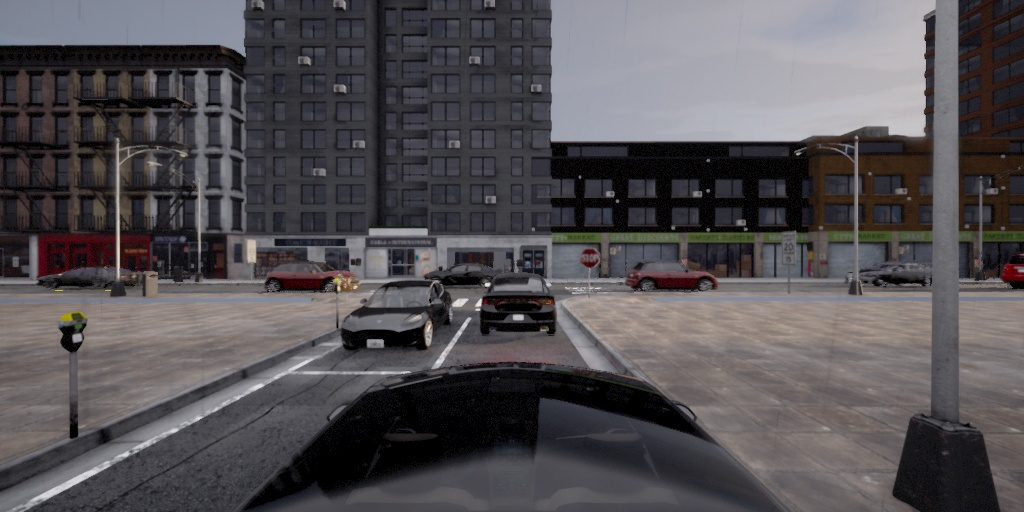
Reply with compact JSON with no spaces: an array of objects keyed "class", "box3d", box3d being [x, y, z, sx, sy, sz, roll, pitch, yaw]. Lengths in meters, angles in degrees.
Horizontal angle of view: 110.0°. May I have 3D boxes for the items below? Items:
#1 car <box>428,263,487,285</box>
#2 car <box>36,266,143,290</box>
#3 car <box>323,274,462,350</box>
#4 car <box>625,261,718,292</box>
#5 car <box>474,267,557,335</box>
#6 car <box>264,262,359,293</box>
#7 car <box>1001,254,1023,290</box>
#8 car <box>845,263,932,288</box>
[{"class":"car","box3d":[-3.023,1.214,22.633,5.008,1.535,1.882,0,0,0]},{"class":"car","box3d":[-26.414,1.346,22.687,5.357,1.411,2.033,0,0,0]},{"class":"car","box3d":[-2.624,1.311,9.082,1.948,1.339,4.313,0,0,0]},{"class":"car","box3d":[8.674,1.072,19.653,4.553,1.767,2.097,0,0,0]},{"class":"car","box3d":[0.178,1.223,10.518,1.882,1.535,5.008,0,0,1]},{"class":"car","box3d":[-10.828,1.118,19.699,4.553,1.767,2.097,0,0,0]},{"class":"car","box3d":[30.580,0.902,19.601,5.566,2.045,2.150,0,0,0]},{"class":"car","box3d":[23.862,1.174,22.567,4.902,1.511,2.128,0,0,0]}]
